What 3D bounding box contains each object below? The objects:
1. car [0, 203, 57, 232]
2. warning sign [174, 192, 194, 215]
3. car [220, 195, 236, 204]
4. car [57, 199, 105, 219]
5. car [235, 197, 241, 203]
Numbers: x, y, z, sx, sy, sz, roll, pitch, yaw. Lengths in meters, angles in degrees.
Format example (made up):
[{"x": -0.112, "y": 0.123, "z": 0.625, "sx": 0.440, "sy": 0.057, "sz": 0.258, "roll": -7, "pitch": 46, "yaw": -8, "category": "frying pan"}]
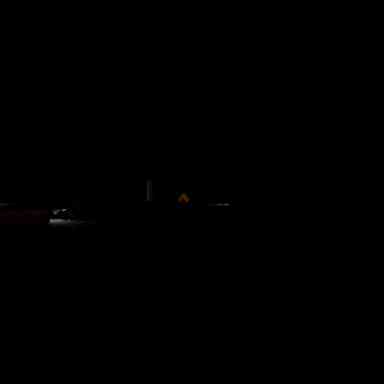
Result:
[{"x": -10.233, "y": 1.357, "z": 18.443, "sx": 1.882, "sy": 1.535, "sz": 5.008, "roll": -1, "pitch": 0, "yaw": 20, "category": "car"}, {"x": -0.660, "y": 0.911, "z": 27.848, "sx": 1.300, "sy": 1.860, "sz": 1.060, "roll": 0, "pitch": 0, "yaw": 31, "category": "warning sign"}, {"x": 6.483, "y": 1.113, "z": 53.046, "sx": 2.033, "sy": 1.411, "sz": 5.357, "roll": 0, "pitch": 1, "yaw": 33, "category": "car"}, {"x": -9.258, "y": 1.326, "z": 27.450, "sx": 1.812, "sy": 1.442, "sz": 4.674, "roll": 0, "pitch": 1, "yaw": 31, "category": "car"}, {"x": 8.693, "y": 1.195, "z": 49.842, "sx": 1.895, "sy": 1.301, "sz": 4.718, "roll": 0, "pitch": 1, "yaw": 33, "category": "car"}]
